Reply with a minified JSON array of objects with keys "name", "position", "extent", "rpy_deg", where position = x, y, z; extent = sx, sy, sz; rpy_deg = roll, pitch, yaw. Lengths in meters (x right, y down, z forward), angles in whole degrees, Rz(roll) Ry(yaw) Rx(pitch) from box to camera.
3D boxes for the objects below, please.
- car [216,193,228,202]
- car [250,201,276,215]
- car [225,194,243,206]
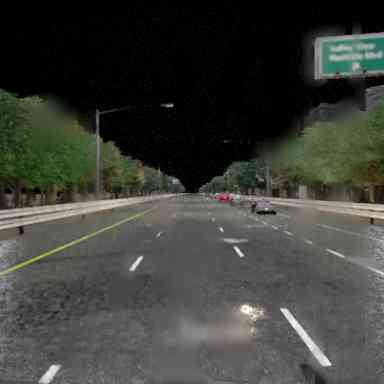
[{"name":"car","position":[7.058,1.235,73.555],"extent":[2.150,2.045,5.566],"rpy_deg":[0,0,0]},{"name":"car","position":[7.023,1.566,33.244],"extent":[1.994,1.385,4.181],"rpy_deg":[0,0,0]},{"name":"car","position":[7.037,1.491,53.516],"extent":[2.128,1.511,4.902],"rpy_deg":[0,0,0]}]
